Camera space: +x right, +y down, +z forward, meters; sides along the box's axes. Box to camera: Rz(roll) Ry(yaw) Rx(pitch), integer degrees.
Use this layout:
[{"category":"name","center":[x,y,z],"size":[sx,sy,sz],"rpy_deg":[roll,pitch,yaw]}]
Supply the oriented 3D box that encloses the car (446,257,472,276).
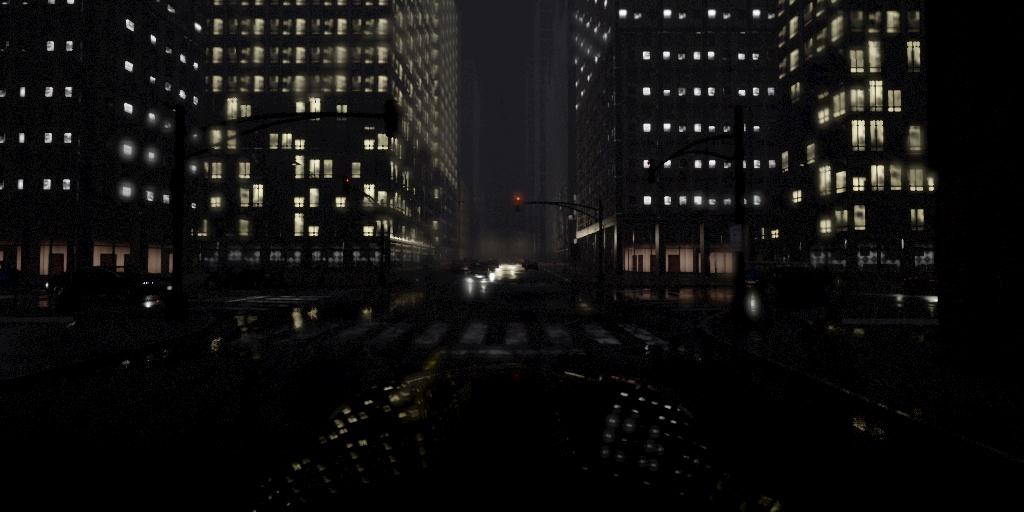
[{"category":"car","center":[-5.701,1.203,37.602],"size":[1.967,1.591,4.097],"rpy_deg":[0,0,0]}]

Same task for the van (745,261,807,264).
[{"category":"van","center":[15.975,1.210,22.098],"size":[3.998,1.789,1.690],"rpy_deg":[0,0,0]}]

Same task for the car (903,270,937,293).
[{"category":"car","center":[24.347,1.313,19.504],"size":[5.008,1.535,1.882],"rpy_deg":[0,-1,0]}]

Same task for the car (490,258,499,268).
[{"category":"car","center":[-3.097,1.249,58.083],"size":[1.882,1.535,5.008],"rpy_deg":[0,0,0]}]

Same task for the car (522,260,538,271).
[{"category":"car","center":[2.676,1.350,48.817],"size":[1.802,1.307,4.207],"rpy_deg":[0,0,0]}]

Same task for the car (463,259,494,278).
[{"category":"car","center":[-3.112,1.310,34.523],"size":[2.033,1.411,5.357],"rpy_deg":[0,0,0]}]

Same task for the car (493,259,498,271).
[{"category":"car","center":[-3.113,1.367,44.433],"size":[1.895,1.301,4.718],"rpy_deg":[0,0,0]}]

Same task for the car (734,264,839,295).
[{"category":"car","center":[14.868,1.321,19.526],"size":[4.892,1.490,1.837],"rpy_deg":[0,-1,0]}]

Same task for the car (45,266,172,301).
[{"category":"car","center":[-18.092,1.191,16.390],"size":[4.902,1.511,2.128],"rpy_deg":[0,-1,0]}]

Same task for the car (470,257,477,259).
[{"category":"car","center":[-5.705,1.082,48.752],"size":[2.192,1.841,5.009],"rpy_deg":[0,0,0]}]

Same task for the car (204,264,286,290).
[{"category":"car","center":[-16.499,1.255,22.162],"size":[4.097,1.591,1.967],"rpy_deg":[0,0,0]}]

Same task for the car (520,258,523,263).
[{"category":"car","center":[2.673,1.298,60.143],"size":[1.751,1.417,4.829],"rpy_deg":[0,0,0]}]

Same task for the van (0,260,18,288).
[{"category":"van","center":[-33.445,1.132,22.195],"size":[3.998,1.789,1.690],"rpy_deg":[0,0,0]}]
